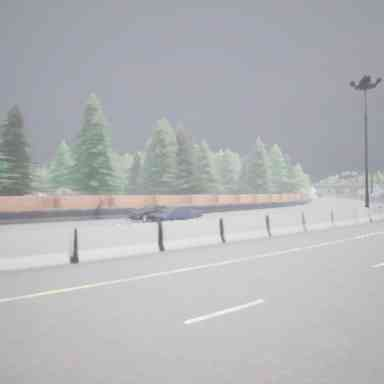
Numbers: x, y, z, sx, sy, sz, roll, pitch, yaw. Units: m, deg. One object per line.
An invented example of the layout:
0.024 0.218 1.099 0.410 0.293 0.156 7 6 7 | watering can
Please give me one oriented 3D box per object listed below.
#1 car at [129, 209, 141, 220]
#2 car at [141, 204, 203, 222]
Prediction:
-3.769 1.978 32.172 4.892 1.490 1.837 0 -1 -41 | car
-1.453 1.973 29.548 5.357 1.411 2.033 0 -1 -41 | car
